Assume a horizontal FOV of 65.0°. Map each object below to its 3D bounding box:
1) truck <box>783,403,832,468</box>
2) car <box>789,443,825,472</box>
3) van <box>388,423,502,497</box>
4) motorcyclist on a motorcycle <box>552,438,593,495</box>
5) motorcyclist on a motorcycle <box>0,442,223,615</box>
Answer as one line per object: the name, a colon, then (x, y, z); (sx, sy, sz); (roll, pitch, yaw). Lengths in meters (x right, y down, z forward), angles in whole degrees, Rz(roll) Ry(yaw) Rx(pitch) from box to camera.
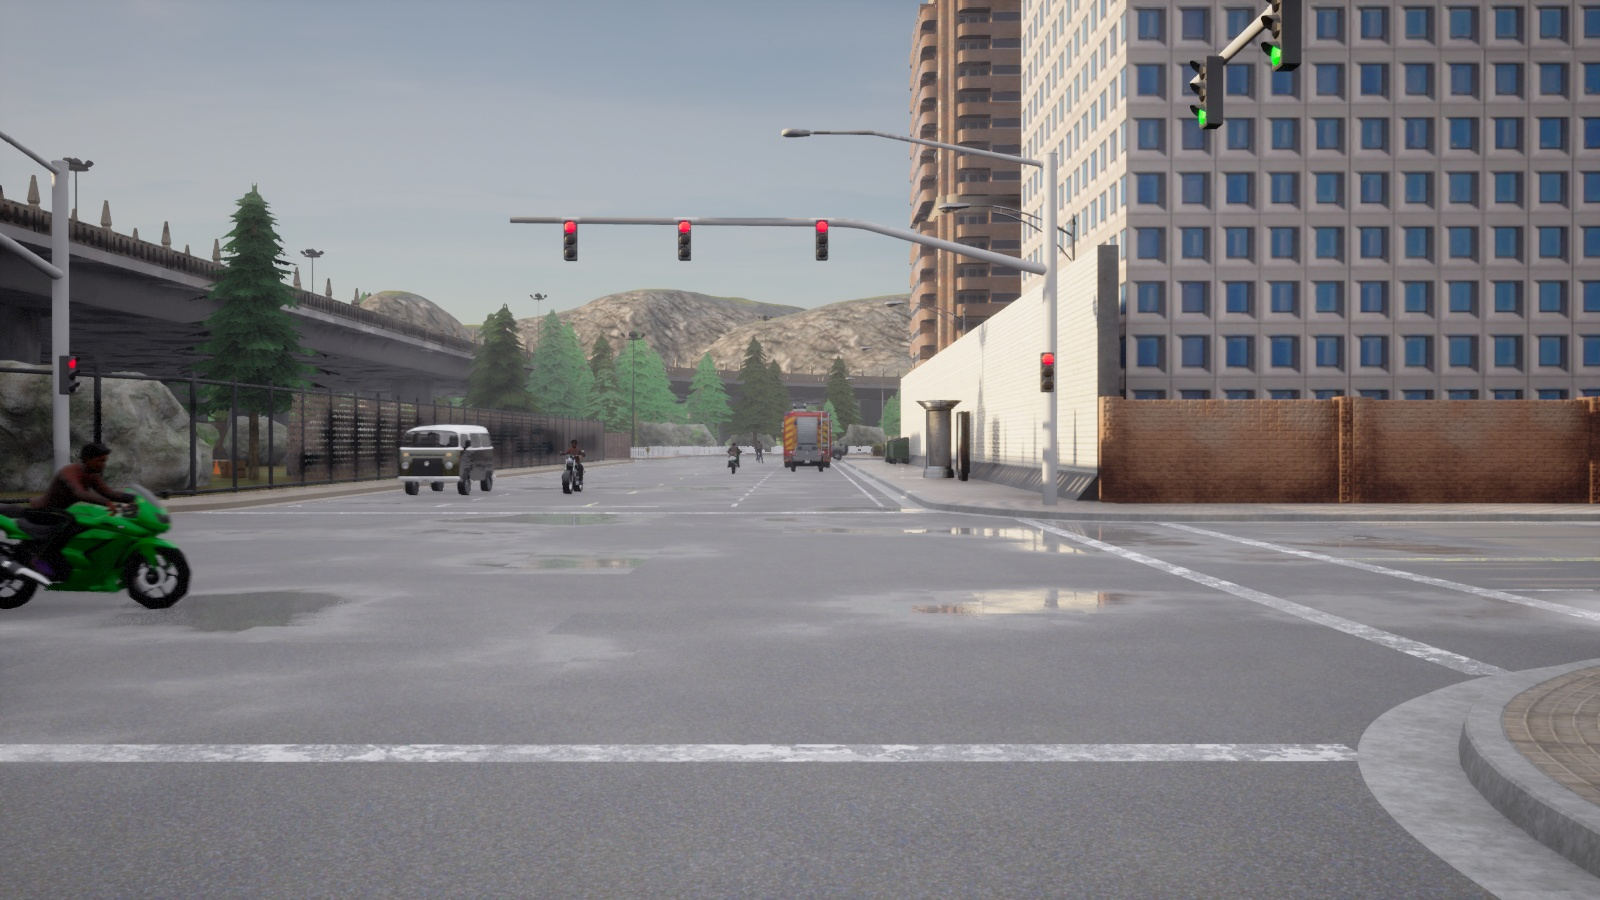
truck: (0.443, -0.860, 78.360); (2.891, 3.827, 8.468); (0, 0, 0)
car: (0.375, 0.387, 66.128); (1.845, 1.501, 3.633); (0, 0, 0)
van: (-10.285, 0.254, 36.739); (2.069, 2.038, 4.480); (0, 0, 0)
motorcyclist on a motorcycle: (-6.781, 0.480, 37.514); (0.766, 1.649, 2.350); (0, 0, 0)
motorcyclist on a motorcycle: (-6.467, 0.689, 11.441); (2.044, 1.523, 0.797); (0, 0, 0)
